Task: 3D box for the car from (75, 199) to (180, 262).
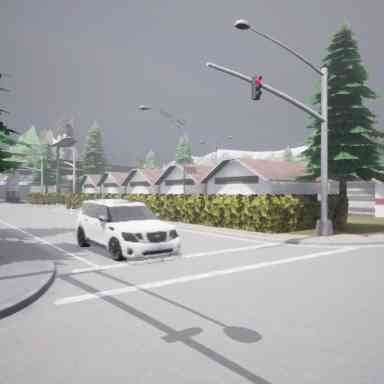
[{"bbox_3d":[-2.702,1.350,12.738,2.150,2.045,5.566,0,1,-37],"label":"car"}]
